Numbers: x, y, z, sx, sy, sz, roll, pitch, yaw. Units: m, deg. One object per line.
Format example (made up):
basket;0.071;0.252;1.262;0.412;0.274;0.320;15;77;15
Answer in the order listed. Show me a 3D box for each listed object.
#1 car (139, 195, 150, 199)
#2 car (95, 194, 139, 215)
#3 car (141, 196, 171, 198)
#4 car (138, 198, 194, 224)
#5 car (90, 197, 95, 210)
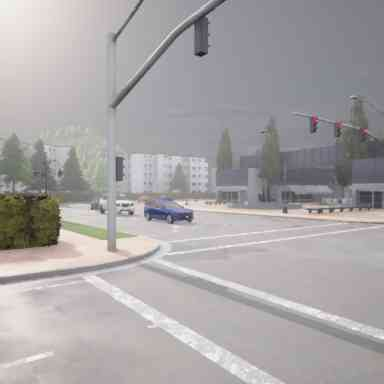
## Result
car;-9.346;1.352;68.092;2.097;1.767;4.553;0;0;15
car;-7.659;1.221;33.513;2.150;2.045;5.566;0;0;-32
car;-4.782;1.547;43.382;2.033;1.411;5.357;0;0;-21
car;-1.850;1.478;25.334;1.882;1.535;5.008;0;0;-37
car;-11.973;1.352;42.899;2.097;1.767;4.553;0;0;-17
